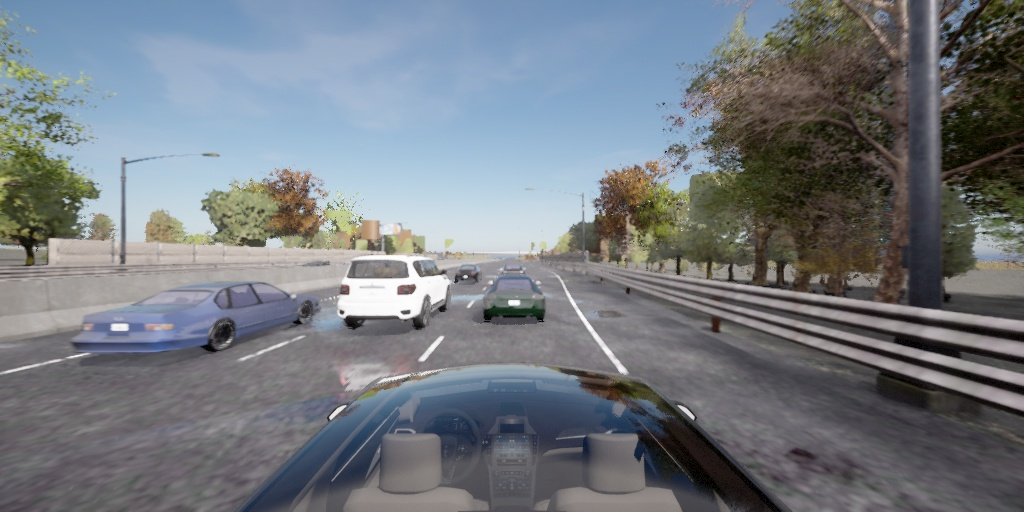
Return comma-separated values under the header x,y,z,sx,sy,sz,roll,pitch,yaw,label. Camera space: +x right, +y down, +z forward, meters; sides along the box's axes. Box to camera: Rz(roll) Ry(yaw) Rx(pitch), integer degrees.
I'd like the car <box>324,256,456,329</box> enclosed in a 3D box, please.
x,y,z,sx,sy,sz,roll,pitch,yaw,label
-3.430,1.003,11.533,2.150,2.045,5.566,0,0,0,car

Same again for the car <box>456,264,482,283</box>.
x,y,z,sx,sy,sz,roll,pitch,yaw,label
-3.411,1.362,28.622,1.812,1.442,4.674,0,0,0,car

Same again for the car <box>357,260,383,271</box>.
x,y,z,sx,sy,sz,roll,pitch,yaw,label
-21.025,1.414,53.465,1.882,1.535,5.008,0,0,1,car

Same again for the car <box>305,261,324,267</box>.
x,y,z,sx,sy,sz,roll,pitch,yaw,label
-28.025,1.434,52.000,1.837,1.490,4.892,0,0,0,car

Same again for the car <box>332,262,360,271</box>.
x,y,z,sx,sy,sz,roll,pitch,yaw,label
-24.521,1.535,53.119,1.895,1.301,4.718,0,0,1,car

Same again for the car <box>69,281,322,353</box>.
x,y,z,sx,sy,sz,roll,pitch,yaw,label
-6.951,1.319,8.882,2.033,1.411,5.357,0,0,0,car

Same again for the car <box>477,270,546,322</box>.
x,y,z,sx,sy,sz,roll,pitch,yaw,label
0.077,1.346,12.531,1.994,1.385,4.181,0,0,0,car

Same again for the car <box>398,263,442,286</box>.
x,y,z,sx,sy,sz,roll,pitch,yaw,label
-6.916,1.325,27.611,2.128,1.511,4.902,0,0,0,car

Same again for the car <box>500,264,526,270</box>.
x,y,z,sx,sy,sz,roll,pitch,yaw,label
0.084,1.325,27.611,2.128,1.511,4.902,0,0,0,car
